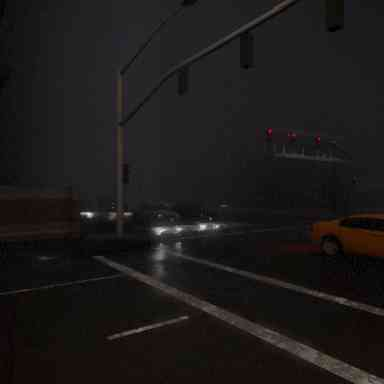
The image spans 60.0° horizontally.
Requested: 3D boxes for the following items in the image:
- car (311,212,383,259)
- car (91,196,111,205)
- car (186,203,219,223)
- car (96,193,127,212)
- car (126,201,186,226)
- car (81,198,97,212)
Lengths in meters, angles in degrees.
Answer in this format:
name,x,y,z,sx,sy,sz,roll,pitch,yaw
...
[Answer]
name,x,y,z,sx,sy,sz,roll,pitch,yaw
car,6.408,1.477,10.940,1.882,1.535,5.008,0,0,-36
car,-16.830,1.478,61.608,1.882,1.535,5.008,0,0,-36
car,-0.201,1.547,26.132,2.033,1.411,5.357,0,0,-36
car,-9.326,1.214,38.835,2.150,2.045,5.566,0,1,-36
car,-2.656,1.526,23.531,1.812,1.442,4.674,0,0,-35
car,-12.699,1.564,37.534,1.994,1.385,4.181,0,0,-36
